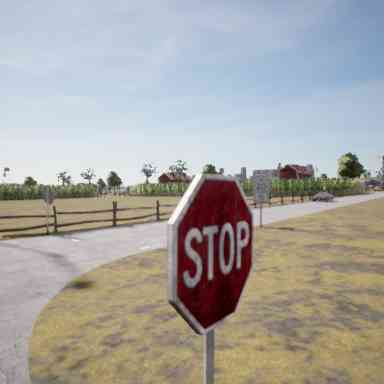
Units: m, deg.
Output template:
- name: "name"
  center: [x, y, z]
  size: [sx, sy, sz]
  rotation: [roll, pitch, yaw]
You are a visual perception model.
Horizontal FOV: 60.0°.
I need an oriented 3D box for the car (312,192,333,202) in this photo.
- name: "car"
  center: [18.472, 0.693, 46.852]
  size: [1.994, 1.385, 4.181]
  rotation: [0, 1, 36]
